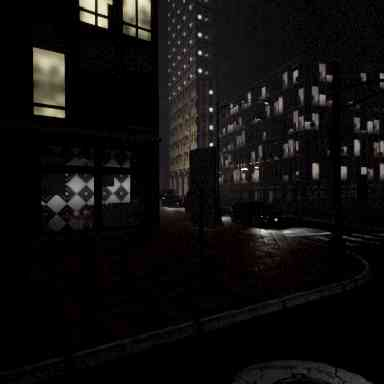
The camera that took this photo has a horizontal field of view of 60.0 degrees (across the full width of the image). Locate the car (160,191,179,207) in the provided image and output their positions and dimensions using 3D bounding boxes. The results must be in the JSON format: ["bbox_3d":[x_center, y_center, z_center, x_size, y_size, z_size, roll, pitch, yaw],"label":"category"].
[{"bbox_3d":[-2.416,1.036,40.672,1.837,1.490,4.892,-1,1,-18],"label":"car"}]

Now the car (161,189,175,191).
[{"bbox_3d":[-4.068,0.537,54.633,2.150,2.045,5.566,-1,1,-18],"label":"car"}]

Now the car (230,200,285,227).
[{"bbox_3d":[4.094,1.316,21.545,1.837,1.490,4.892,-1,1,-19],"label":"car"}]

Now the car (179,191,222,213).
[{"bbox_3d":[0.886,0.895,30.947,2.150,2.045,5.566,-1,1,-19],"label":"car"}]
